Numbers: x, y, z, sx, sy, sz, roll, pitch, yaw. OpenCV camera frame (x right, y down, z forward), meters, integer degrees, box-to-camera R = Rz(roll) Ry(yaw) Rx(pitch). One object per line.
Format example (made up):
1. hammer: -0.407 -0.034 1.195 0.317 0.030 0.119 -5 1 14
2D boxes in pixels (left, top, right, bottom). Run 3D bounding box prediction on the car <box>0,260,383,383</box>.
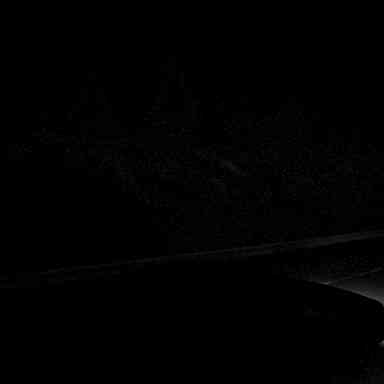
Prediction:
1. car: 0.179 1.569 3.875 5.357 1.411 2.033 1 0 -36
